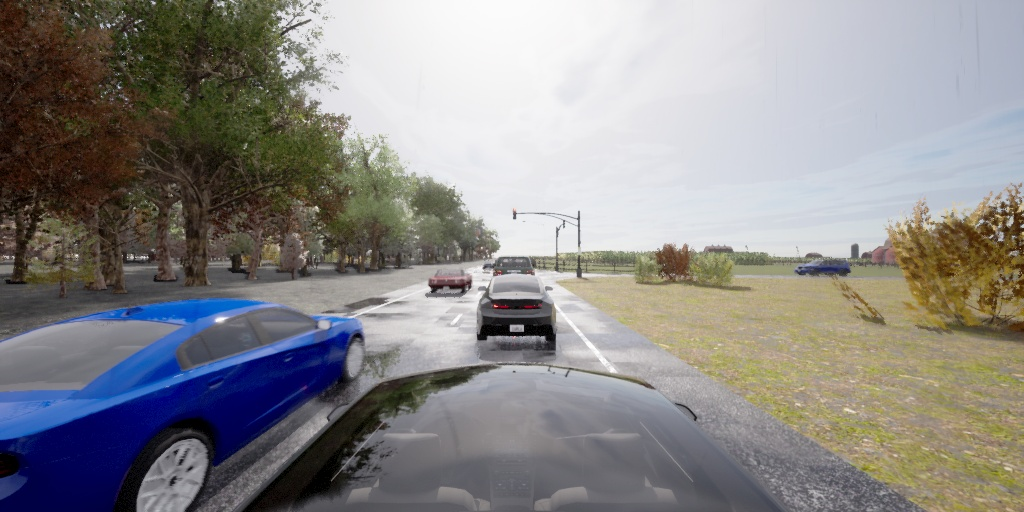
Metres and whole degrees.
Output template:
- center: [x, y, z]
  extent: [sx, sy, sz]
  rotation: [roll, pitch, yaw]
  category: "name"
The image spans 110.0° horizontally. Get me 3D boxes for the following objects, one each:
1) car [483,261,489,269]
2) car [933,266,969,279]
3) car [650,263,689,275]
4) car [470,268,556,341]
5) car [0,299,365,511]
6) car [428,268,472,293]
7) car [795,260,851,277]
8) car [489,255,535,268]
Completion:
- center: [-3.411, 1.357, 56.243]
  extent: [1.895, 1.301, 4.718]
  rotation: [0, 0, 0]
  category: "car"
- center: [48.925, 1.807, 39.221]
  extent: [4.674, 1.442, 1.812]
  rotation: [1, -1, 0]
  category: "car"
- center: [18.767, 1.516, 42.951]
  extent: [4.892, 1.490, 1.837]
  rotation: [0, -1, 0]
  category: "car"
- center: [0.099, 1.257, 9.881]
  extent: [1.837, 1.490, 4.892]
  rotation: [0, 0, 0]
  category: "car"
- center: [-3.400, 1.228, 4.059]
  extent: [1.882, 1.535, 5.008]
  rotation: [0, 0, 0]
  category: "car"
- center: [-3.403, 1.355, 20.762]
  extent: [1.895, 1.301, 4.718]
  rotation: [0, 0, 0]
  category: "car"
- center: [37.128, 1.437, 42.872]
  extent: [5.566, 2.045, 2.150]
  rotation: [1, -1, 0]
  category: "car"
- center: [0.099, 0.976, 19.797]
  extent: [2.150, 2.045, 5.566]
  rotation: [0, 0, 0]
  category: "car"
